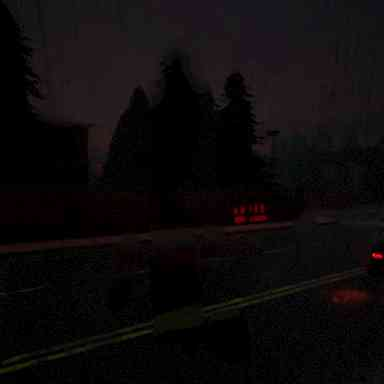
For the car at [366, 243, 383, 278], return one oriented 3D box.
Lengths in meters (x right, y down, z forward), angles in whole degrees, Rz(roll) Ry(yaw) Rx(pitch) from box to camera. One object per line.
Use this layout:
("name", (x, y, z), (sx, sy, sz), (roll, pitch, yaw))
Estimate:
("car", (6.619, 1.524, 8.541), (5.357, 1.411, 2.033), (0, 0, -35))
